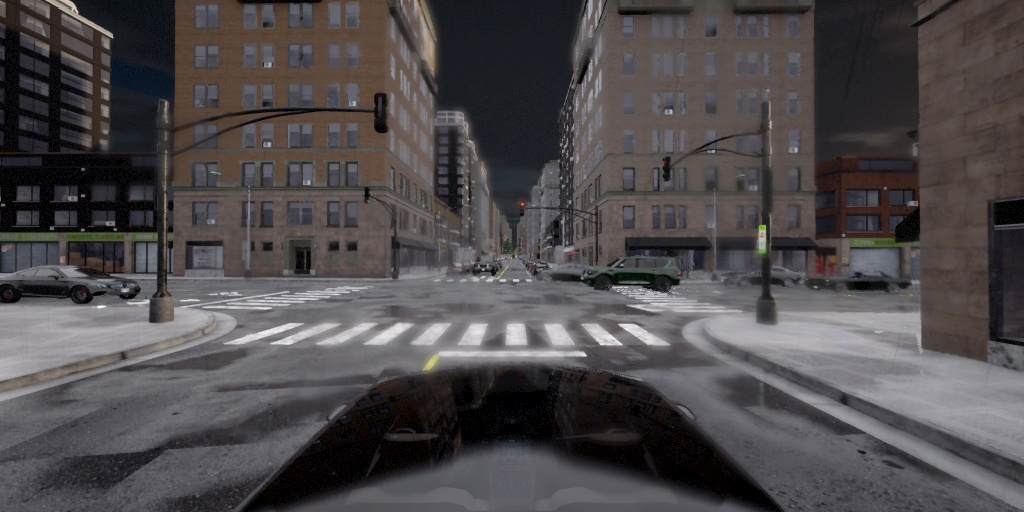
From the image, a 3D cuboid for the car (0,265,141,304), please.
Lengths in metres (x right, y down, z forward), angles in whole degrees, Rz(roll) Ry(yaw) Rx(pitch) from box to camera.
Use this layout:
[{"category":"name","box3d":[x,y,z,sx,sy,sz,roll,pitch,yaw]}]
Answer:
[{"category":"car","box3d":[-17.929,1.106,14.506,4.674,1.442,1.812,0,-1,1]}]

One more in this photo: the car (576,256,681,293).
[{"category":"car","box3d":[6.915,1.022,21.043,5.566,2.045,2.150,1,0,0]}]

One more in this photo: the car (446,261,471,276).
[{"category":"car","box3d":[-5.561,1.336,36.319,1.802,1.307,4.207,0,0,1]}]

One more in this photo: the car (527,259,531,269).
[{"category":"car","box3d":[3.033,1.298,41.749,1.888,1.381,4.507,0,0,1]}]

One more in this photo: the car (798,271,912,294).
[{"category":"car","box3d":[20.012,1.513,20.962,4.718,1.301,1.895,0,-1,1]}]

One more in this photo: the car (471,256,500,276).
[{"category":"car","box3d":[-2.784,0.976,37.826,2.150,2.045,5.566,0,0,1]}]

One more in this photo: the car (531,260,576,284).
[{"category":"car","box3d":[4.238,1.277,25.767,4.902,1.511,2.128,1,0,22]}]

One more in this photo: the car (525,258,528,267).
[{"category":"car","box3d":[3.100,1.303,47.279,2.007,1.370,4.403,0,0,1]}]

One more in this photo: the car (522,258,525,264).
[{"category":"car","box3d":[3.303,1.316,63.870,1.948,1.339,4.313,0,0,1]}]

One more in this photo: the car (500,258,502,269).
[{"category":"car","box3d":[-2.661,1.258,47.914,1.837,1.490,4.892,0,0,1]}]

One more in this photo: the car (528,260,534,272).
[{"category":"car","box3d":[2.965,1.319,36.219,1.948,1.339,4.313,0,0,1]}]

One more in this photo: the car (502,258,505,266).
[{"category":"car","box3d":[-2.525,1.353,58.170,1.895,1.301,4.718,0,0,1]}]

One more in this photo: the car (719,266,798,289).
[{"category":"car","box3d":[16.675,1.414,24.236,4.902,1.511,2.128,0,-1,0]}]
